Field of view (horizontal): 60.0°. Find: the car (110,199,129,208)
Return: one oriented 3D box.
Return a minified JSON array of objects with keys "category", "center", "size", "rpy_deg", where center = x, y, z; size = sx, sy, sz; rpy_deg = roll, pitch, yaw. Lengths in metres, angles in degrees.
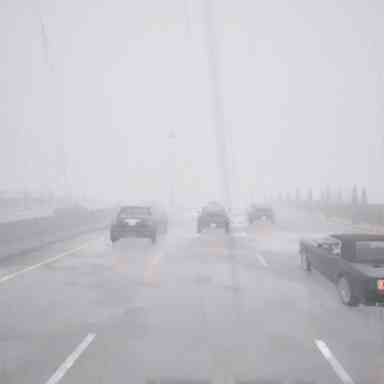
[{"category":"car","center":[-13.495,2.184,62.393],"size":[2.033,1.411,5.357],"rpy_deg":[0,-4,4]}]

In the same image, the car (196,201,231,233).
[{"category":"car","center":[1.306,1.560,20.258],"size":[1.837,1.490,4.892],"rpy_deg":[0,0,4]}]

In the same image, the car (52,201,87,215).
[{"category":"car","center":[-12.057,1.589,32.956],"size":[1.994,1.385,4.181],"rpy_deg":[0,0,4]}]

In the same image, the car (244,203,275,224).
[{"category":"car","center":[5.172,1.591,25.613],"size":[1.837,1.490,4.892],"rpy_deg":[0,0,4]}]

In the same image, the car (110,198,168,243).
[{"category":"car","center":[-2.446,1.381,16.476],"size":[2.097,1.767,4.553],"rpy_deg":[0,0,4]}]

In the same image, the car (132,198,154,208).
[{"category":"car","center":[-7.308,1.673,50.256],"size":[2.033,1.411,5.357],"rpy_deg":[0,-1,4]}]

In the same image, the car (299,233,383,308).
[{"category":"car","center":[4.003,1.638,7.902],"size":[1.895,1.301,4.718],"rpy_deg":[0,0,3]}]

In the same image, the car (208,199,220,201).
[{"category":"car","center":[2.525,1.609,38.383],"size":[1.837,1.490,4.892],"rpy_deg":[0,0,4]}]
